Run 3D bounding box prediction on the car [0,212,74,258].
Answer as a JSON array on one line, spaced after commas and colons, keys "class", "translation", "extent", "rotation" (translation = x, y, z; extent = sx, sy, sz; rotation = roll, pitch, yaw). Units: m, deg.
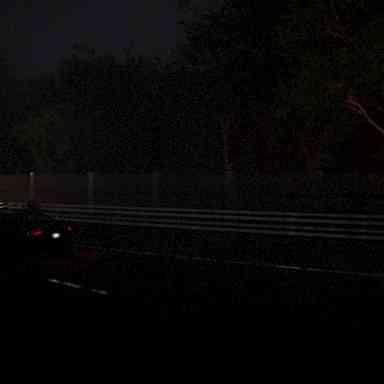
[{"class": "car", "translation": [-6.334, 1.403, 11.973], "extent": [4.181, 1.385, 1.994], "rotation": [1, 1, 26]}]
